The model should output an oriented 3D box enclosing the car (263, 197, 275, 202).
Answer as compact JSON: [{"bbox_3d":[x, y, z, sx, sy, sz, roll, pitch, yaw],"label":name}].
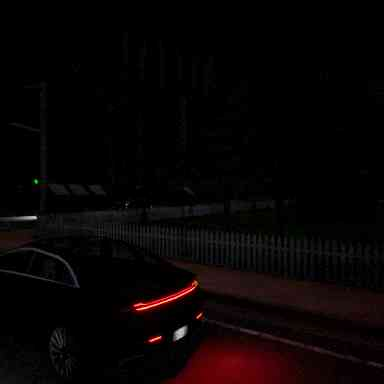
[{"bbox_3d":[15.238,1.547,59.874,2.033,1.411,5.357,0,0,34],"label":"car"}]

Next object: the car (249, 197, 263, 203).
[{"bbox_3d":[12.360,1.601,61.861,1.895,1.301,4.718,0,0,34],"label":"car"}]

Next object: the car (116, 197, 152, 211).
[{"bbox_3d":[-6.937,1.352,39.878,2.097,1.767,4.553,0,0,34],"label":"car"}]

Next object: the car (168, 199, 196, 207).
[{"bbox_3d":[-1.376,1.601,48.097,1.895,1.301,4.718,0,0,34],"label":"car"}]

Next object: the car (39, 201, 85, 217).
[{"bbox_3d":[-12.356,1.564,31.856,1.994,1.385,4.181,0,0,34],"label":"car"}]

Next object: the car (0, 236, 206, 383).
[{"bbox_3d":[-2.104,1.491,5.443,4.902,1.511,2.128,0,0,36],"label":"car"}]
